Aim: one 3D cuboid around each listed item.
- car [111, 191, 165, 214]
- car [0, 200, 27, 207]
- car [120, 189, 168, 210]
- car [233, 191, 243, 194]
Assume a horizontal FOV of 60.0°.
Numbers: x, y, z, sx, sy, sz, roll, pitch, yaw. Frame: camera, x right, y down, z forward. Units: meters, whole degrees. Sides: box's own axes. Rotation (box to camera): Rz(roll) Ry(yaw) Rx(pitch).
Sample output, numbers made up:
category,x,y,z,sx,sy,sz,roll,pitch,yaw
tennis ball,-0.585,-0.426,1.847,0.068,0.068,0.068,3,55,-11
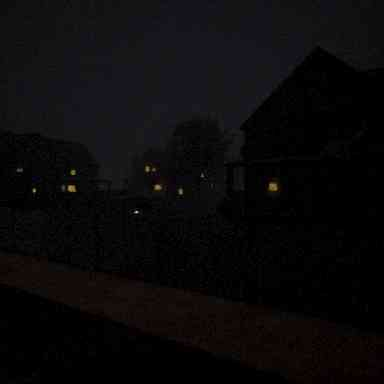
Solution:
category,x,y,z,sx,sy,sz,roll,pitch,yaw
car,-4.684,0.974,28.016,1.837,1.490,4.892,1,2,36
car,-12.589,1.212,21.898,1.994,1.385,4.181,1,2,37
car,-4.690,0.678,33.026,2.097,1.767,4.553,1,2,36
car,7.414,0.390,49.889,2.033,1.411,5.357,1,2,36
